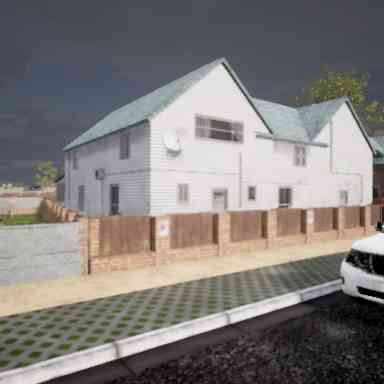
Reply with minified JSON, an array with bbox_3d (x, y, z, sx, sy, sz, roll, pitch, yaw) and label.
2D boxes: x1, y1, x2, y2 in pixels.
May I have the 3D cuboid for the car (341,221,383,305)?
[{"bbox_3d":[5.459,1.220,6.959,5.566,2.045,2.150,0,0,-35],"label":"car"}]
